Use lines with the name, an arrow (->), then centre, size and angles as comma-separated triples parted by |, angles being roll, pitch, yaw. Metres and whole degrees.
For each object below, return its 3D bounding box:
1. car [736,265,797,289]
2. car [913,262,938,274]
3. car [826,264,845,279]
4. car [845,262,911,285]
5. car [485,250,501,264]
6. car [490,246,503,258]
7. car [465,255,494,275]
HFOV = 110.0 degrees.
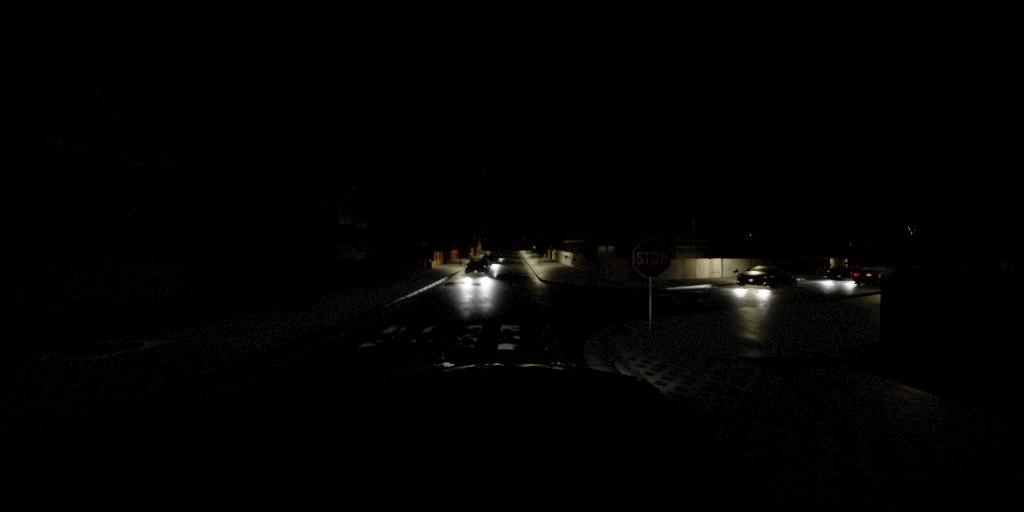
car -> 16.092, 1.292, 22.644 | 4.181, 1.385, 1.994 | 0, 0, -32
car -> 45.480, 1.385, 39.647 | 4.892, 1.490, 1.837 | 0, 1, -38
car -> 28.848, 1.388, 30.877 | 4.718, 1.301, 1.895 | 0, 0, -35
car -> 25.946, 1.331, 25.358 | 5.357, 1.411, 2.033 | 0, 0, -34
car -> -2.796, 0.258, 46.399 | 1.895, 1.301, 4.718 | 0, 2, 0
car -> -2.695, -0.799, 64.078 | 2.150, 2.045, 5.566 | 0, 2, 0
car -> -2.819, 0.834, 30.075 | 1.895, 1.301, 4.718 | 0, 2, 0
